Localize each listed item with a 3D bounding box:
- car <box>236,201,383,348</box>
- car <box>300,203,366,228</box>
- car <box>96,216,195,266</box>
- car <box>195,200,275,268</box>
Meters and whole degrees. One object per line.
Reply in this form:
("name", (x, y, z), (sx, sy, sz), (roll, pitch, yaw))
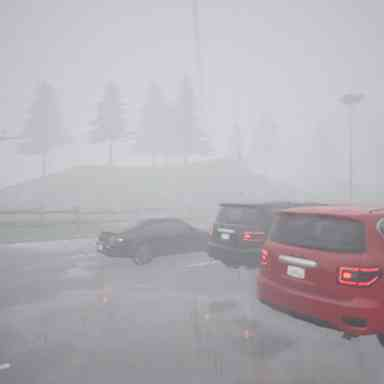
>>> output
("car", (3.688, 1.261, 6.374), (5.566, 2.045, 2.150), (0, 0, -35))
("car", (10.180, 1.622, 23.897), (4.902, 1.511, 2.128), (0, 0, -35))
("car", (-0.964, 1.560, 11.656), (4.674, 1.442, 1.812), (1, 0, -35))
("car", (3.049, 1.270, 10.216), (5.566, 2.045, 2.150), (0, 0, -35))
